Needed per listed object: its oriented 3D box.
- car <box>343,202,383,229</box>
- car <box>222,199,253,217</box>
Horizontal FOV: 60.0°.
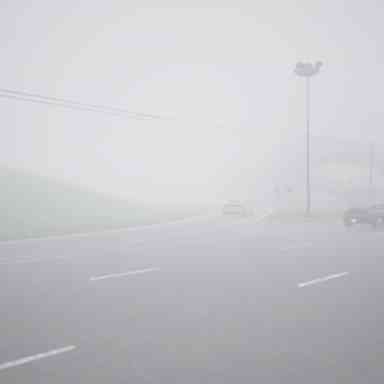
[{"bbox_3d":[11.176,1.358,20.321,4.892,1.490,1.837,0,0,-36],"label":"car"},{"bbox_3d":[4.185,1.332,29.775,1.882,1.535,5.008,0,0,22],"label":"car"}]
